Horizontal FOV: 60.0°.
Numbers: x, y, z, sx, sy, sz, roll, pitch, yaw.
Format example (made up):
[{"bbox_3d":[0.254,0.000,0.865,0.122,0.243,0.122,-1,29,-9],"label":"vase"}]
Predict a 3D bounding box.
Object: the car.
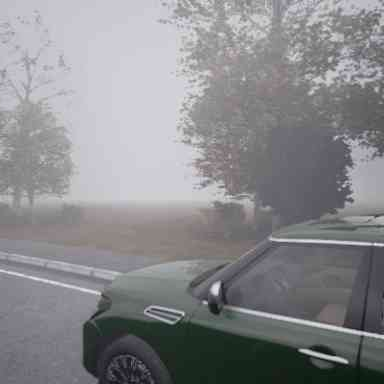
[{"bbox_3d":[1.486,1.212,2.834,5.566,2.045,2.150,0,0,35],"label":"car"}]
